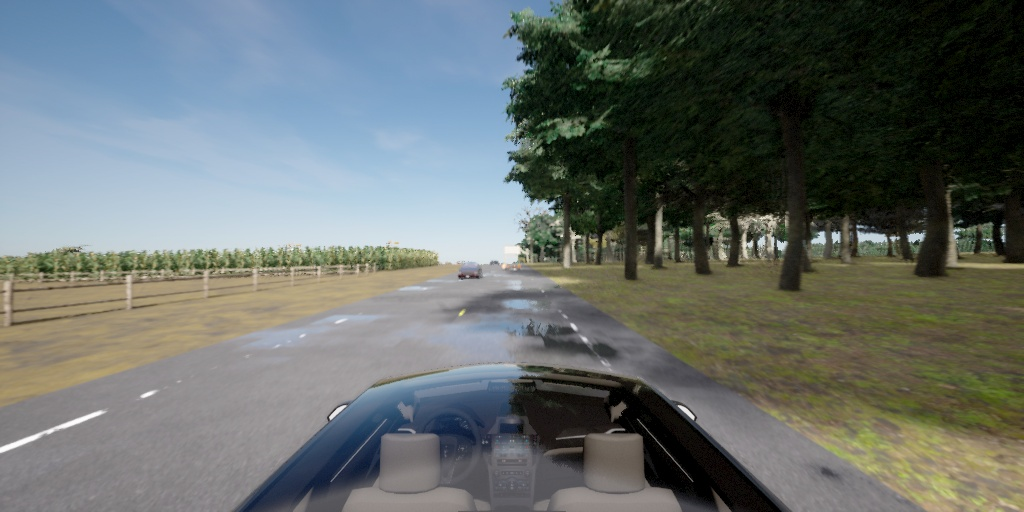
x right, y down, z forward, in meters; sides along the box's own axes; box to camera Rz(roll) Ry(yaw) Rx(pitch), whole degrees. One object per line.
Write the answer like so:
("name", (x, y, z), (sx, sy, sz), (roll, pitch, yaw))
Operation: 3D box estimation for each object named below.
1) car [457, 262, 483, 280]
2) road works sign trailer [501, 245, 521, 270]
("car", (-3.588, 1.269, 31.765), (2.033, 1.411, 5.357), (0, 0, 0))
("road works sign trailer", (-0.015, 0.195, 51.385), (2.380, 3.560, 2.880), (0, 0, 1))
